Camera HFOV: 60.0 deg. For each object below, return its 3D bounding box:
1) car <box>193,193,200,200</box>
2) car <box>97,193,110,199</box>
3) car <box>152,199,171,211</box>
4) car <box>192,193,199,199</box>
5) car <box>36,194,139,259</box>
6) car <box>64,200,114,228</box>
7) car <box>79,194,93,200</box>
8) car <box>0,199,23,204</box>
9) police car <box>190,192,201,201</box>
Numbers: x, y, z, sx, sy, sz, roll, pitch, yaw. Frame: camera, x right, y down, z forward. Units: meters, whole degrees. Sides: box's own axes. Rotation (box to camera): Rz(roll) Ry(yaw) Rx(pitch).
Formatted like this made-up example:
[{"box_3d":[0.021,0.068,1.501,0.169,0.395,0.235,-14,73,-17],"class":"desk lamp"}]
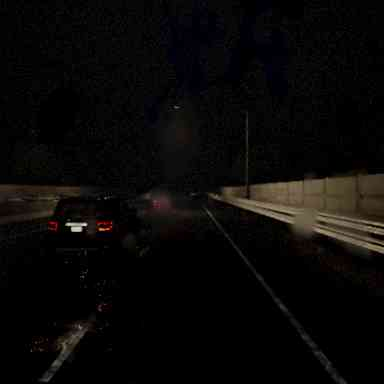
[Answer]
[{"box_3d":[1.038,1.150,85.678,1.801,1.575,5.366,0,0,0],"class":"car"},{"box_3d":[-21.011,0.938,79.337,1.895,1.301,4.718,0,0,0],"class":"car"},{"box_3d":[-3.405,1.475,38.335,1.895,1.301,4.718,0,0,0],"class":"car"},{"box_3d":[1.038,1.111,91.677,1.801,1.575,5.366,0,0,0],"class":"car"},{"box_3d":[-3.402,1.180,12.477,2.150,2.045,5.566,0,0,0],"class":"car"},{"box_3d":[-6.903,1.402,22.824,1.882,1.535,5.008,0,0,0],"class":"car"},{"box_3d":[-24.510,1.125,77.142,1.812,1.442,4.674,0,0,0],"class":"car"},{"box_3d":[-21.097,1.473,38.687,1.895,1.301,4.718,0,0,0],"class":"car"},{"box_3d":[1.040,1.169,75.599,1.930,1.638,5.238,0,0,0],"class":"police car"}]
